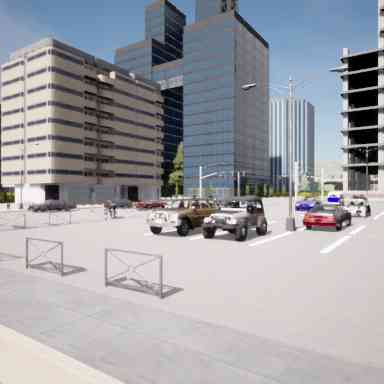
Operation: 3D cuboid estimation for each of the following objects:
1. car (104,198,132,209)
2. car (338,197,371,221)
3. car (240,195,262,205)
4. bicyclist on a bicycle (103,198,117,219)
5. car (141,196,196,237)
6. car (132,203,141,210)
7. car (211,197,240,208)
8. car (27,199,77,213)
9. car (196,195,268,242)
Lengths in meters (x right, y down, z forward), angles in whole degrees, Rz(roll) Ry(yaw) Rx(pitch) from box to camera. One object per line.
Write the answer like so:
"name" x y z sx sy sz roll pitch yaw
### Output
"car" -10.288 1.564 46.524 1.994 1.385 4.181 0 0 35
"car" 14.136 1.395 28.564 1.970 1.475 3.806 0 0 34
"car" 10.436 1.352 58.326 2.097 1.767 4.553 0 0 34
"bicyclist on a bicycle" -6.480 1.302 26.203 1.656 1.620 0.582 0 0 34
"car" -0.237 1.153 17.252 1.932 1.855 4.605 0 0 34
"car" -4.840 1.601 41.760 1.895 1.301 4.718 0 0 34
"car" 5.175 1.547 50.448 2.033 1.411 5.357 0 0 33
"car" -15.914 1.547 38.151 2.033 1.411 5.357 0 0 34
"car" 2.133 1.156 15.590 1.905 1.878 3.866 0 0 34
